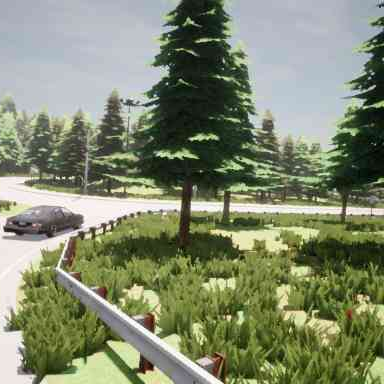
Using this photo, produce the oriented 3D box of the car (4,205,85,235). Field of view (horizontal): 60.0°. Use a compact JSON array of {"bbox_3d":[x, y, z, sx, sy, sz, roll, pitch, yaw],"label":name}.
[{"bbox_3d":[-7.386,1.408,17.281,2.033,1.411,5.357,4,1,3],"label":"car"}]
